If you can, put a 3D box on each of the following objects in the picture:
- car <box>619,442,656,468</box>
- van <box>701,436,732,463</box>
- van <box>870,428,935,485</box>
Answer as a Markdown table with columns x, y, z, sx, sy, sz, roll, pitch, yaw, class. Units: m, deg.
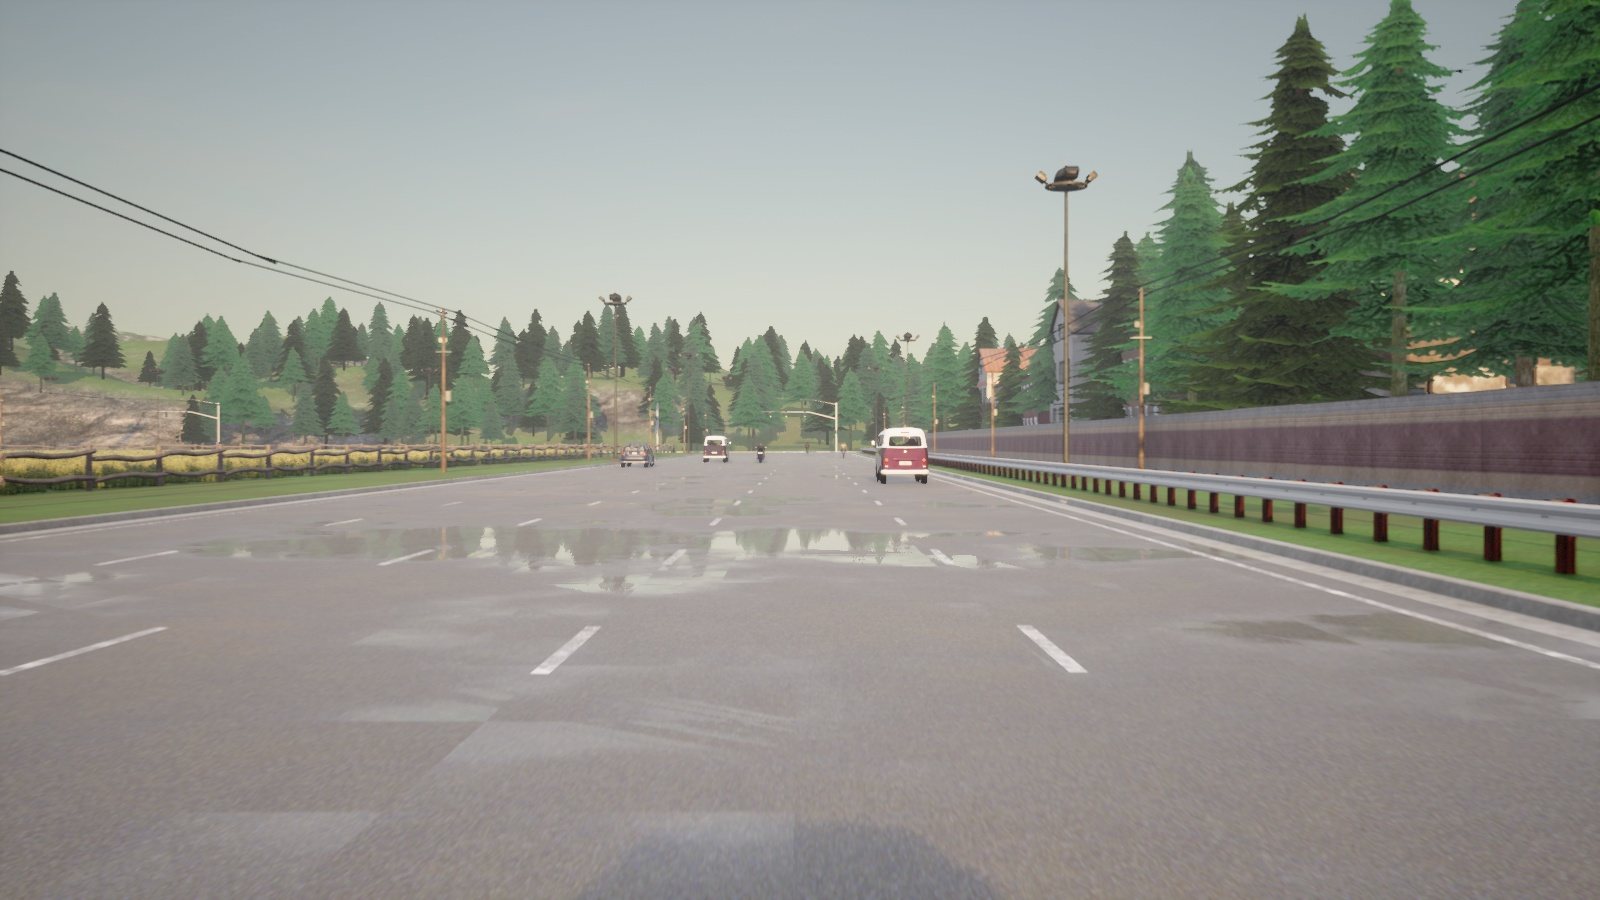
| x | y | z | sx | sy | sz | roll | pitch | yaw | class |
| --- | --- | --- | --- | --- | --- | --- | --- | --- | --- |
| -10.038 | 0.280 | 77.860 | 1.789 | 1.549 | 3.705 | 0 | 0 | 0 | car |
| -6.430 | -0.078 | 96.724 | 2.069 | 2.038 | 4.480 | 0 | 0 | 0 | van |
| 3.785 | 0.208 | 47.088 | 2.069 | 2.038 | 4.480 | 0 | 0 | 0 | van |
